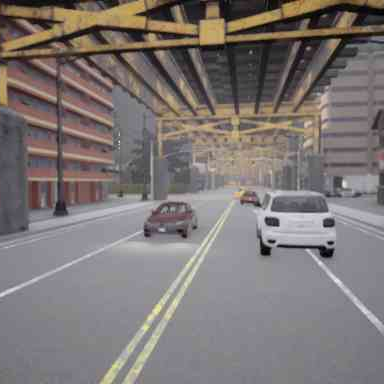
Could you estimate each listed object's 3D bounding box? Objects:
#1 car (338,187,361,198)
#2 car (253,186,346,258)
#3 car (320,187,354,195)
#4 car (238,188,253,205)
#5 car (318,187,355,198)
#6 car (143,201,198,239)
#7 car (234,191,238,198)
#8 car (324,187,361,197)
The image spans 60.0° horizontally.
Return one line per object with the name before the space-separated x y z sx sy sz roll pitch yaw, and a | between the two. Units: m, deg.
car | 21.334 0.131 47.296 4.974 1.542 2.038 0 2 -11
car | 3.470 0.955 11.911 2.150 2.045 5.566 0 1 9
car | 22.357 -0.148 51.316 4.536 1.218 1.853 1 2 34
car | 6.286 0.608 36.309 1.994 1.385 4.181 0 2 8
car | 22.314 0.009 51.349 4.974 1.542 2.038 1 2 34
car | -0.834 1.177 15.458 1.812 1.442 4.674 0 1 9
car | 7.459 0.195 47.316 1.882 1.535 5.008 0 2 -9
car | 21.384 -0.027 47.302 4.536 1.218 1.853 0 2 -11
